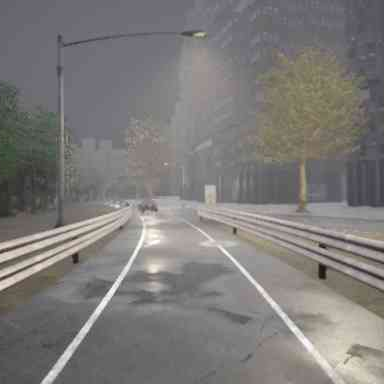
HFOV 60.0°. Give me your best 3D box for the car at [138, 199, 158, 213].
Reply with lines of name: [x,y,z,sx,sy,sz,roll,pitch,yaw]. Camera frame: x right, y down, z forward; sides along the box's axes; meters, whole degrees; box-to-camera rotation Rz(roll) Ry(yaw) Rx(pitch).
car: [-5.988,1.790,44.859,2.097,1.767,4.553,0,-1,-16]
